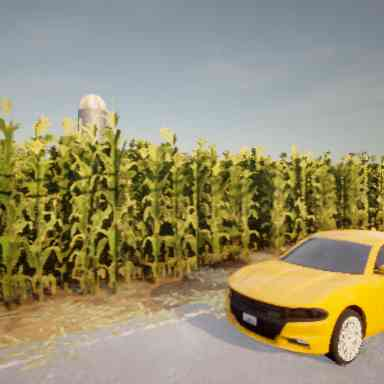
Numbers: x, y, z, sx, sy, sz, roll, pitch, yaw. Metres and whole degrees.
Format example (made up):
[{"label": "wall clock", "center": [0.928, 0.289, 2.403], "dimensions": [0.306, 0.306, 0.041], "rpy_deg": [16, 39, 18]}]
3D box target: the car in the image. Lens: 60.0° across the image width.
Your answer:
[{"label": "car", "center": [2.831, 1.455, 5.962], "dimensions": [5.008, 1.535, 1.882], "rpy_deg": [0, 0, -35]}]
